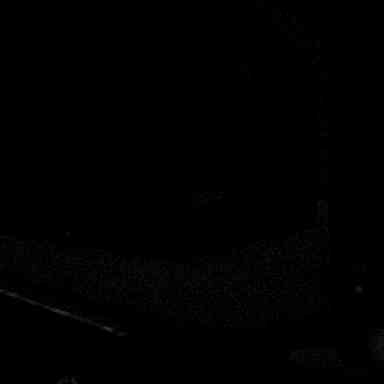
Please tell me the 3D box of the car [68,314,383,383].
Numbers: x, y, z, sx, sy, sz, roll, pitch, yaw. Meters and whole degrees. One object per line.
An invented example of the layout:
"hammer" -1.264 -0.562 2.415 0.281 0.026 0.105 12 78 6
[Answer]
"car" 0.854 1.582 2.250 4.206 1.307 1.802 0 -1 35
